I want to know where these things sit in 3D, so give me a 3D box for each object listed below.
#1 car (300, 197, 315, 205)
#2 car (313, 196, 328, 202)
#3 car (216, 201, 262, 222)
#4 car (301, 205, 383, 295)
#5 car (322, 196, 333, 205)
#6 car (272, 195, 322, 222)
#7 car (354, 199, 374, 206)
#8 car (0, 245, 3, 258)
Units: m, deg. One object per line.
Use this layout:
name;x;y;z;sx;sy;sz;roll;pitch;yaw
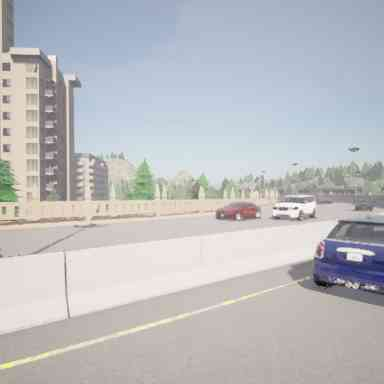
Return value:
car;22.159;1.790;63.992;2.033;1.411;5.357;0;0;12
car;31.045;1.684;80.466;1.882;1.535;5.008;0;0;3
car;3.913;1.523;27.347;1.882;1.535;5.008;0;0;40
car;4.913;1.353;8.160;4.553;1.767;2.097;0;0;-41
car;25.804;1.828;64.307;1.895;1.301;4.718;0;0;12
car;8.608;1.270;27.532;2.150;2.045;5.566;0;0;38
car;20.925;1.610;40.493;1.837;1.490;4.892;0;0;26
car;-6.849;1.564;7.855;4.181;1.385;1.994;0;0;-36
